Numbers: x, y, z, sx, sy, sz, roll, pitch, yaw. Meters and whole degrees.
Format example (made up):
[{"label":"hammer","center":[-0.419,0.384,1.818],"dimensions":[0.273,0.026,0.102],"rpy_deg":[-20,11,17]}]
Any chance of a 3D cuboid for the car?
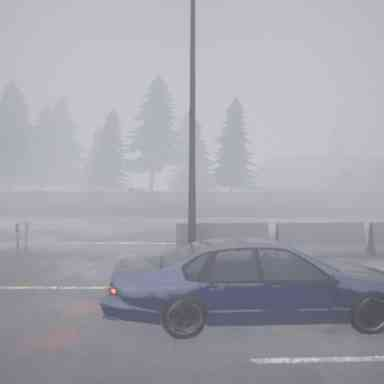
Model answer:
[{"label":"car","center":[1.155,1.573,6.045],"dimensions":[5.357,1.411,2.033],"rpy_deg":[0,0,-4]}]
